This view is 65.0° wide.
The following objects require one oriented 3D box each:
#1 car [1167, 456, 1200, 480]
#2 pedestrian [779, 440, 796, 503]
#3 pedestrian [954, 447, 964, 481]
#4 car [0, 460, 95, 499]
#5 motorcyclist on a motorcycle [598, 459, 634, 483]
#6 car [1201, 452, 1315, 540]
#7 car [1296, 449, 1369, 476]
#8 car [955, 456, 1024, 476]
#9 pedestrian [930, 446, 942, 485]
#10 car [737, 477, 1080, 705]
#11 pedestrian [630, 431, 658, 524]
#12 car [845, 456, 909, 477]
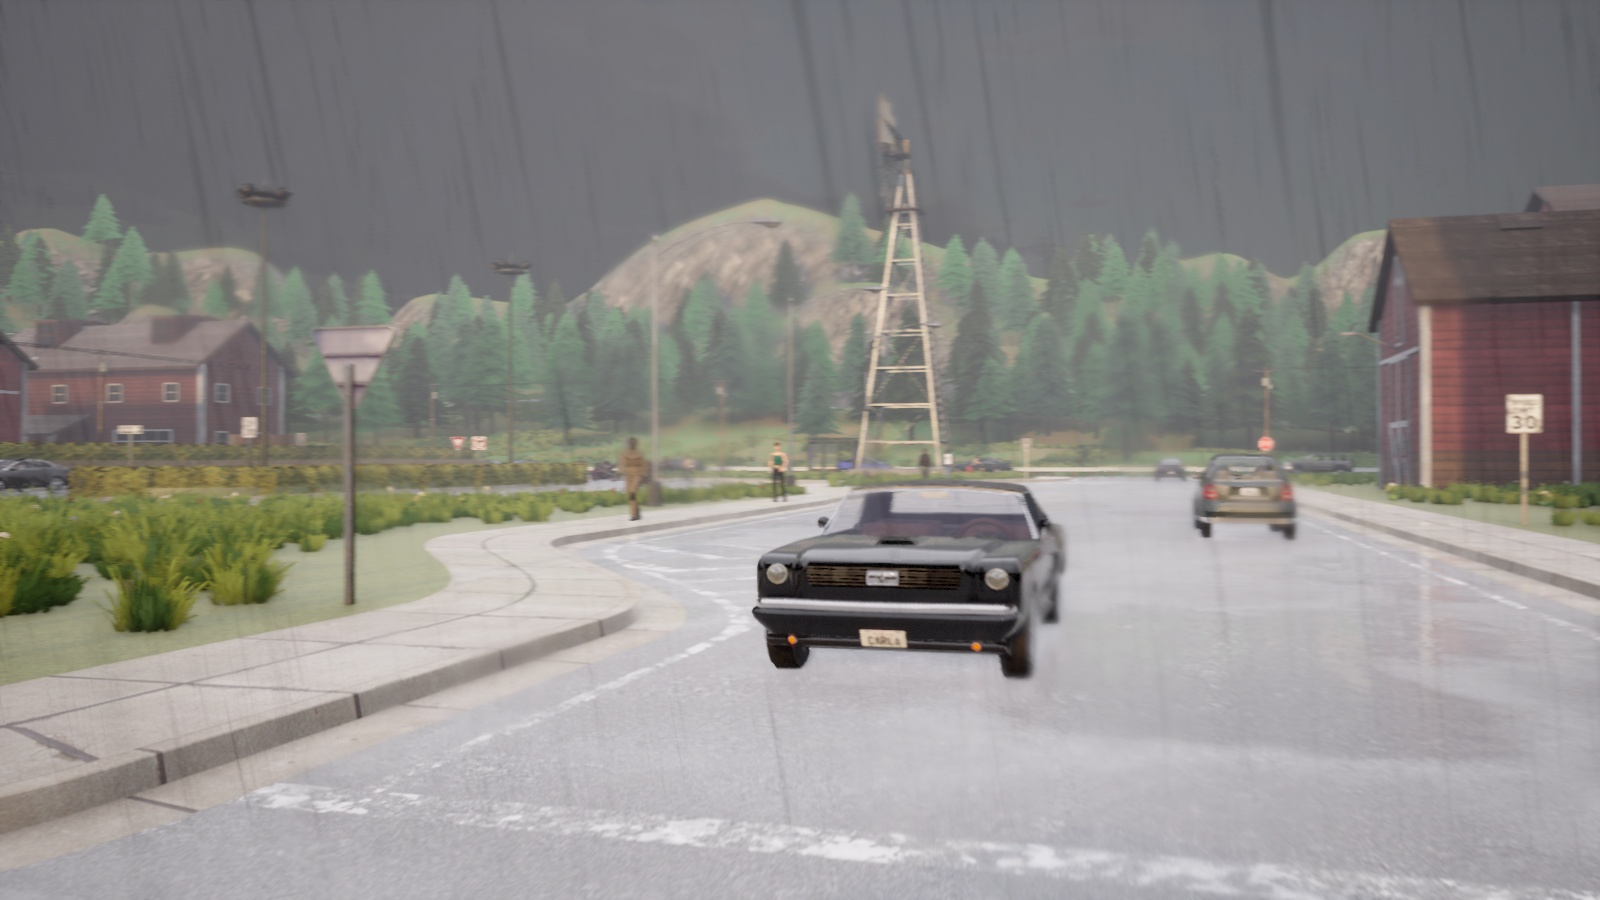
[{"bbox_3d":[23.935,1.126,78.475,1.812,1.442,4.674,0,0,16],"label":"car"},{"bbox_3d":[-0.365,0.633,37.361,0.345,1.836,0.594,0,0,14],"label":"pedestrian"},{"bbox_3d":[8.703,0.776,68.705,0.354,1.836,0.706,0,0,26],"label":"pedestrian"},{"bbox_3d":[-32.116,1.189,52.127,2.128,1.511,4.902,0,0,16],"label":"car"},{"bbox_3d":[-11.776,1.336,80.504,2.191,1.530,0.866,0,0,27],"label":"motorcyclist on a motorcycle"},{"bbox_3d":[8.719,0.827,24.163,1.789,1.549,3.705,0,0,16],"label":"car"},{"bbox_3d":[37.848,0.910,89.414,4.605,1.855,1.932,0,0,17],"label":"car"},{"bbox_3d":[14.577,1.236,96.378,5.008,1.535,1.882,0,0,17],"label":"car"},{"bbox_3d":[6.378,0.730,59.068,0.431,1.840,0.703,0,0,16],"label":"pedestrian"},{"bbox_3d":[1.148,0.903,10.107,1.895,1.301,4.718,0,0,16],"label":"car"},{"bbox_3d":[-3.282,0.582,26.466,0.396,1.930,0.692,0,0,10],"label":"pedestrian"},{"bbox_3d":[5.833,1.245,95.342,4.514,1.525,2.007,0,0,17],"label":"car"}]
